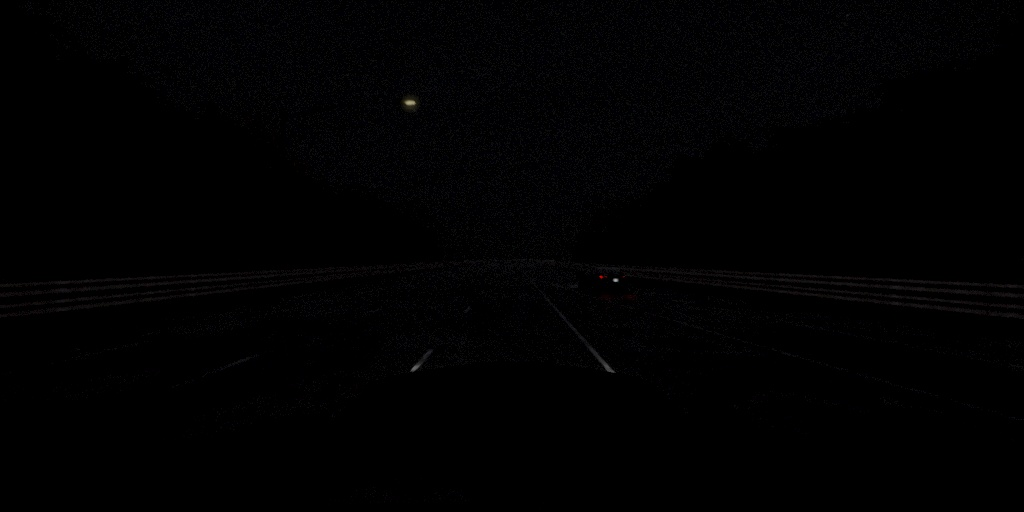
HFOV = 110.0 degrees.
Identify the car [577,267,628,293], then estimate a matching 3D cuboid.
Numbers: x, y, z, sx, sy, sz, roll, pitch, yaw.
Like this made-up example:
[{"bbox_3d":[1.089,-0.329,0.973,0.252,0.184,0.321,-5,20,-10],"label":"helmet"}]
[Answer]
[{"bbox_3d":[5.633,1.429,22.661,2.163,1.488,4.792,0,0,-6],"label":"car"}]
